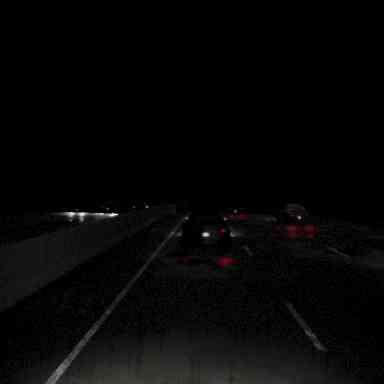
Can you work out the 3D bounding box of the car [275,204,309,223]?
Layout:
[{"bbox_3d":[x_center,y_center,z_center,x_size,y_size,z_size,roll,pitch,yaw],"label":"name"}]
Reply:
[{"bbox_3d":[8.102,1.675,27.088,1.812,1.442,4.674,1,0,2],"label":"car"}]

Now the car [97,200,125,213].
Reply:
[{"bbox_3d":[-9.076,1.679,38.611,1.837,1.490,4.892,1,-3,3],"label":"car"}]

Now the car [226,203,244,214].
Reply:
[{"bbox_3d":[5.116,2.034,40.516,1.895,1.301,4.718,1,-3,2],"label":"car"}]

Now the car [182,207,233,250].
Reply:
[{"bbox_3d":[0.614,1.604,14.660,1.994,1.385,4.181,1,0,2],"label":"car"}]

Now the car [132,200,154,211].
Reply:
[{"bbox_3d":[-5.578,1.687,38.502,1.882,1.535,5.008,1,-3,3],"label":"car"}]

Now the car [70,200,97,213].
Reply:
[{"bbox_3d":[-12.548,1.700,39.233,2.033,1.411,5.357,1,-2,2],"label":"car"}]

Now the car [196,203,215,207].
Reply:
[{"bbox_3d":[1.330,1.728,33.138,1.895,1.301,4.718,1,-1,2],"label":"car"}]
